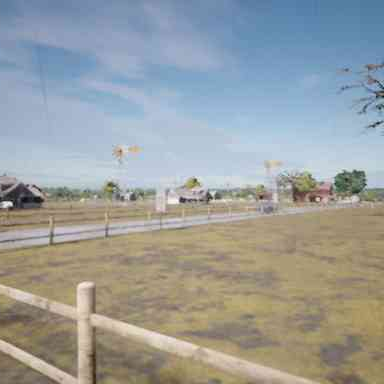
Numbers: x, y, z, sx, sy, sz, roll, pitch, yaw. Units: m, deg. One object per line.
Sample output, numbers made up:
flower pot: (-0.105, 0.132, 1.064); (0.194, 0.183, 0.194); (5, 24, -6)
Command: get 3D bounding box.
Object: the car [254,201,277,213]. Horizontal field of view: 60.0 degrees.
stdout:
car: (11.447, 2.249, 51.717); (2.097, 1.767, 4.553); (1, -1, 36)
